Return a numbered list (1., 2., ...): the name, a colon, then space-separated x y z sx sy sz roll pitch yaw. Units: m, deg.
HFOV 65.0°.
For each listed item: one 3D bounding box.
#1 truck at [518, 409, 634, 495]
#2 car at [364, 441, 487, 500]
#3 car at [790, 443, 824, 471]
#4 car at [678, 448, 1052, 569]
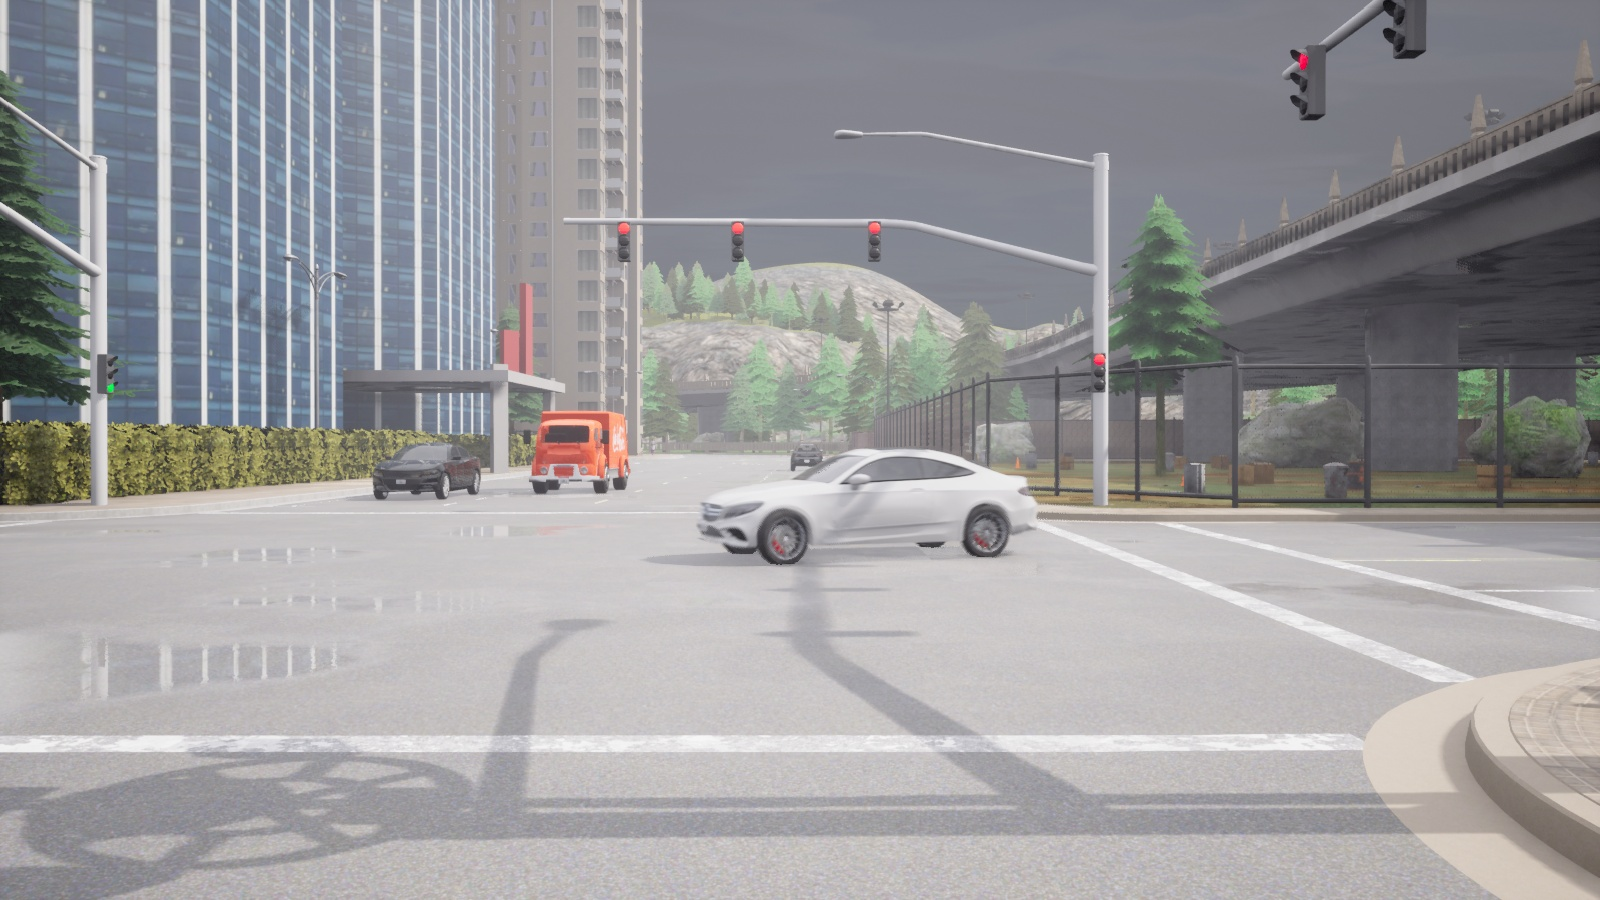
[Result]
1. truck: -6.780 0.036 38.678 2.627 2.467 5.204 0 0 0
2. car: -10.300 0.519 34.939 1.882 1.535 5.008 0 0 0
3. car: 0.378 0.374 68.507 1.816 1.474 4.193 0 0 0
4. car: 0.870 0.702 16.816 4.674 1.442 1.812 0 0 -21
